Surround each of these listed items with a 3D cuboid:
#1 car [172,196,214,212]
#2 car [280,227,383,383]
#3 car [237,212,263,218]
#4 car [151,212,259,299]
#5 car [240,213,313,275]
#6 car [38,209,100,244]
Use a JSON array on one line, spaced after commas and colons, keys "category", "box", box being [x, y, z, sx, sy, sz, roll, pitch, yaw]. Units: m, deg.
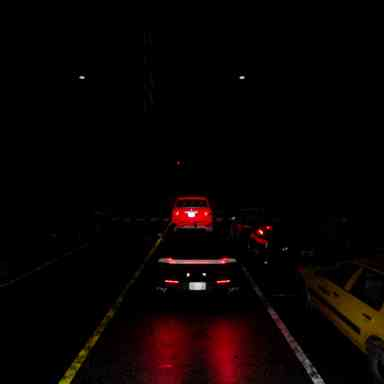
[{"category": "car", "box": [0.061, 1.213, 18.794, 2.150, 2.045, 5.566, 0, 0, 2]}, {"category": "car", "box": [2.864, 1.523, 4.857, 1.752, 1.417, 4.829, -1, 0, 0]}, {"category": "car", "box": [2.861, 1.575, 15.859, 1.802, 1.307, 4.206, -1, 0, 0]}, {"category": "car", "box": [0.096, 1.488, 8.445, 2.128, 1.511, 4.902, 0, 0, 0]}, {"category": "car", "box": [2.863, 1.562, 10.273, 1.947, 1.339, 4.313, -1, 0, 0]}, {"category": "car", "box": [-5.684, 1.538, 15.853, 1.887, 1.381, 4.507, -1, 0, 0]}]
